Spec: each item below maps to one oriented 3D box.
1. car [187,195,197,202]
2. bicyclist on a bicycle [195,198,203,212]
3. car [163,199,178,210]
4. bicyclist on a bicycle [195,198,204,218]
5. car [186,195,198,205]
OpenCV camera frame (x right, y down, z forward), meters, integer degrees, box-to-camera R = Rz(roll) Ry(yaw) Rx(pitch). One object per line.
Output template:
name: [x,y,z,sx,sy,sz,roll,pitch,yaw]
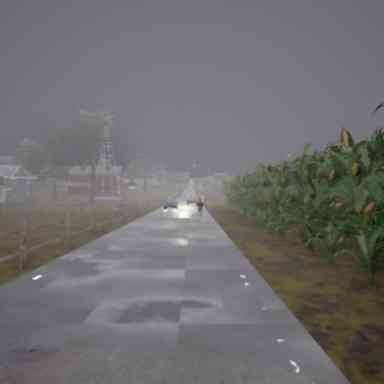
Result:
car: [-0.010,1.519,75.944,2.128,1.511,4.902,0,0,0]
bicyclist on a bicycle: [0.763,1.498,38.450,0.866,1.612,1.509,0,0,0]
car: [-2.836,1.606,44.654,2.033,1.411,5.357,0,0,0]
bicyclist on a bicycle: [0.752,1.433,29.231,0.659,1.776,1.843,0,0,0]
car: [0.033,1.530,61.140,2.128,1.511,4.902,0,0,1]
